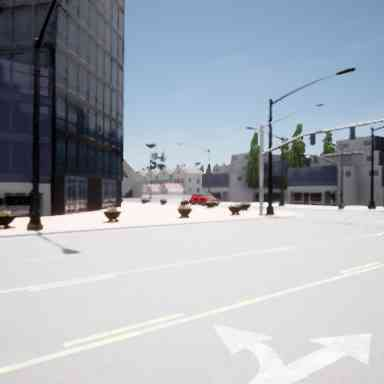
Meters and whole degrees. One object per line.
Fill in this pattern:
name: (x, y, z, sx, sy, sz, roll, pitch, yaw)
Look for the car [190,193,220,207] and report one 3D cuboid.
car: (1.929, 1.182, 50.207, 2.150, 2.045, 5.566, 1, -1, -34)
